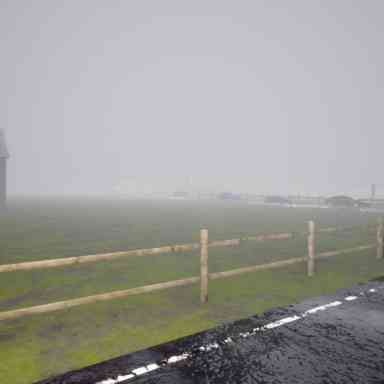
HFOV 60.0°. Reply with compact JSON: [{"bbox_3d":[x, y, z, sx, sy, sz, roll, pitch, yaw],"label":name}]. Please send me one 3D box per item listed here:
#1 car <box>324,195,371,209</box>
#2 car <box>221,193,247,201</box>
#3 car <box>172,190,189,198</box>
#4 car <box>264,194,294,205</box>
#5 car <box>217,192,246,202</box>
[{"bbox_3d":[17.711,1.112,38.062,1.882,1.535,5.008,0,1,-35],"label":"car"},{"bbox_3d":[7.327,0.834,58.983,1.895,1.301,4.718,0,1,-36],"label":"car"},{"bbox_3d":[-2.497,0.439,72.587,1.837,1.490,4.892,0,1,-36],"label":"car"},{"bbox_3d":[11.996,1.020,46.096,1.994,1.385,4.181,0,1,-34],"label":"car"},{"bbox_3d":[6.103,0.751,54.349,1.882,1.535,5.008,0,1,-35],"label":"car"}]
